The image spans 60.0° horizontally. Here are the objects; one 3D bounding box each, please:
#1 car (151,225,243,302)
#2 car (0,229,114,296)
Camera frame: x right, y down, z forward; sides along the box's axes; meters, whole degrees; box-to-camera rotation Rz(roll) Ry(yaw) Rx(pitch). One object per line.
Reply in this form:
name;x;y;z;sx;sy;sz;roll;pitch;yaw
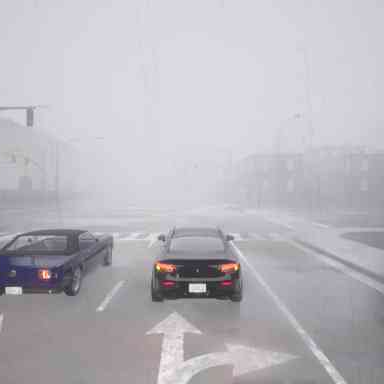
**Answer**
car;0.100;1.526;8.158;1.812;1.442;4.674;0;0;0
car;-3.398;1.601;8.591;1.895;1.301;4.718;0;0;0
